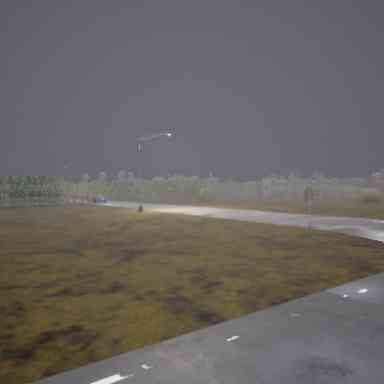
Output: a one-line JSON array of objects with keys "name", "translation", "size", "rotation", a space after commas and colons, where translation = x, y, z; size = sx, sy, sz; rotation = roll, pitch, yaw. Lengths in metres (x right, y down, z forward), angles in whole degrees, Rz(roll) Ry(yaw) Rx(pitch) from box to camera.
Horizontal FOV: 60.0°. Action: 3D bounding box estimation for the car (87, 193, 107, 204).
[{"name": "car", "translation": [-15.019, 0.984, 52.542], "size": [2.128, 1.511, 4.902], "rotation": [-2, 1, -35]}]
